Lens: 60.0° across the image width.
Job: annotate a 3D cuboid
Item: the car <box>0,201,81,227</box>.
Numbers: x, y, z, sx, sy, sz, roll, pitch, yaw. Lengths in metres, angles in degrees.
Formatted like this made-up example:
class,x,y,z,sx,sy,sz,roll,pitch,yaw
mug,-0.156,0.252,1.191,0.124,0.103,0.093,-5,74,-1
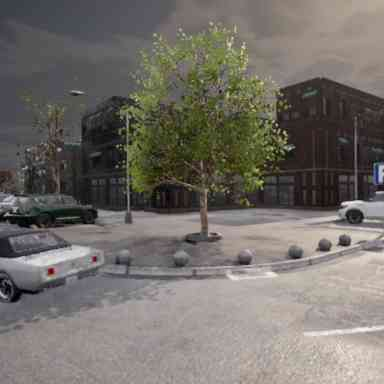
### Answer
class,x,y,z,sx,sy,sz,roll,pitch,yaw
car,-10.427,1.431,23.225,2.163,1.488,4.792,0,0,31

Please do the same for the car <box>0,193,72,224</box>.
class,x,y,z,sx,sy,sz,roll,pitch,yaw
car,-12.299,1.153,25.527,2.435,2.045,5.566,0,0,31

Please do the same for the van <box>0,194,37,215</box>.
class,x,y,z,sx,sy,sz,roll,pitch,yaw
van,-17.815,1.186,32.559,1.878,1.987,4.442,0,0,31

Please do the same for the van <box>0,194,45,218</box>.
class,x,y,z,sx,sy,sz,roll,pitch,yaw
van,-15.954,1.184,30.258,1.878,1.987,4.442,0,0,31

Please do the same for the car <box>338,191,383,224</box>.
class,x,y,z,sx,sy,sz,roll,pitch,yaw
car,12.017,0.939,20.433,5.566,2.045,2.435,-1,0,32

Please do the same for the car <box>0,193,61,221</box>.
class,x,y,z,sx,sy,sz,roll,pitch,yaw
car,-14.159,1.156,27.829,2.435,2.045,5.566,0,0,31

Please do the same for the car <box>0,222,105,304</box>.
class,x,y,z,sx,sy,sz,roll,pitch,yaw
car,-4.507,1.566,7.954,4.718,1.301,1.895,0,1,26

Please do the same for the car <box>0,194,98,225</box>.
class,x,y,z,sx,sy,sz,roll,pitch,yaw
car,-8.563,1.148,20.981,2.435,2.045,5.566,0,0,31
